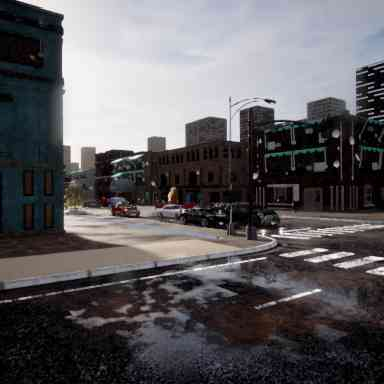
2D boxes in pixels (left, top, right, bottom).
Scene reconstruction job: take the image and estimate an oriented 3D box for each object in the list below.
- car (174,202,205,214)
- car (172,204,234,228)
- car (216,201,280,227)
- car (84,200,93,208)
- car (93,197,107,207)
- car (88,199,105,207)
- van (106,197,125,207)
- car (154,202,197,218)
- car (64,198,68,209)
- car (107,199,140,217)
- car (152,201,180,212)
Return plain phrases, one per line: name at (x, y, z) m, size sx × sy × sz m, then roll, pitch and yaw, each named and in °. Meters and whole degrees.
car at (-0.360, 1.903, 40.814) m, size 1.802 × 1.307 × 4.206 m, roll -2°, pitch 0°, yaw -35°
car at (0.732, 1.814, 24.575) m, size 1.947 × 1.339 × 4.313 m, roll -1°, pitch 0°, yaw -35°
car at (4.209, 1.547, 24.257) m, size 2.097 × 1.767 × 4.553 m, roll -1°, pitch 0°, yaw -34°
car at (-19.309, 2.230, 63.075) m, size 1.994 × 1.385 × 4.181 m, roll -1°, pitch 0°, yaw -35°
car at (-16.373, 1.939, 63.390) m, size 2.192 × 1.841 × 5.009 m, roll -1°, pitch 0°, yaw -35°
car at (-19.569, 2.227, 67.905) m, size 1.887 × 1.381 × 4.507 m, roll -1°, pitch 0°, yaw -35°
van at (-13.171, 1.906, 58.875) m, size 1.690 × 1.788 × 3.998 m, roll -1°, pitch 0°, yaw -35°
car at (-1.596, 1.912, 32.562) m, size 1.895 × 1.301 × 4.718 m, roll -1°, pitch 0°, yaw -35°
car at (-23.105, 2.232, 58.403) m, size 1.752 × 1.417 × 4.829 m, roll -1°, pitch 0°, yaw -35°
car at (-7.198, 1.846, 35.965) m, size 1.967 × 1.590 × 4.097 m, roll -1°, pitch 0°, yaw -35°
car at (-3.560, 1.966, 45.329) m, size 1.802 × 1.307 × 4.206 m, roll -2°, pitch 0°, yaw -35°
